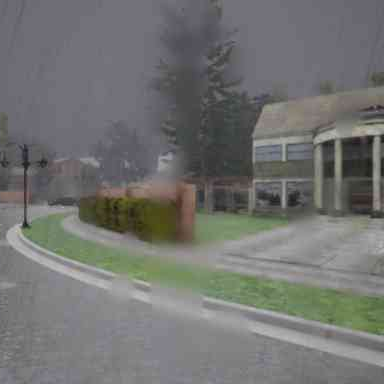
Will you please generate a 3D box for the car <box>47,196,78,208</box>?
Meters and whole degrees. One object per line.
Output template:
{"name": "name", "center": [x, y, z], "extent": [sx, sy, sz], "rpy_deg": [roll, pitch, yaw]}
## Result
{"name": "car", "center": [-18.547, 1.424, 47.839], "extent": [1.837, 1.490, 4.892], "rpy_deg": [-1, -1, 24]}
